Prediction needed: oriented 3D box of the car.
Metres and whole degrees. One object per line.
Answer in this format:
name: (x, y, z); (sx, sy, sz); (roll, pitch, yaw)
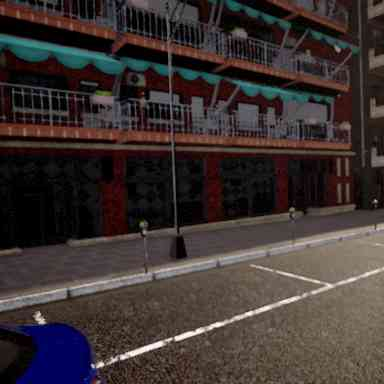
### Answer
car: (-2.696, 1.571, 1.472); (4.674, 1.442, 1.812); (-2, 1, -35)
